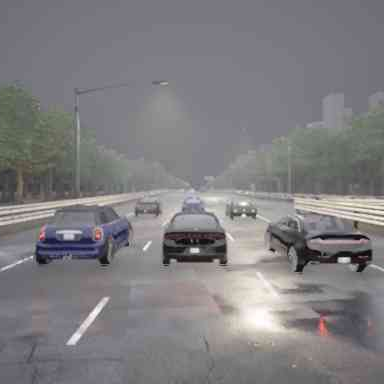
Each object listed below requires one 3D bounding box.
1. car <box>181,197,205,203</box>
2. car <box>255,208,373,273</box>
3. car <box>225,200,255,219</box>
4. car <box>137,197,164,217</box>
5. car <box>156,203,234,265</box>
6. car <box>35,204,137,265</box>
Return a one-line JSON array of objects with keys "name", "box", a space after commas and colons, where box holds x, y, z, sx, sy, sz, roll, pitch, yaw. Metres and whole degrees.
[{"name": "car", "box": [0.089, 1.173, 27.853, 1.812, 1.442, 4.674, 0, 1, 0]}, {"name": "car", "box": [3.586, 1.377, 10.261, 2.128, 1.511, 4.902, 0, 0, 0]}, {"name": "car", "box": [3.586, 1.291, 25.073, 1.895, 1.301, 4.718, 0, 1, 0]}, {"name": "car", "box": [-3.407, 1.156, 26.817, 2.128, 1.511, 4.902, 0, 1, 0]}, {"name": "car", "box": [0.085, 1.353, 11.201, 1.882, 1.535, 5.008, 0, 1, 0]}, {"name": "car", "box": [-3.415, 1.227, 11.376, 2.097, 1.767, 4.553, 0, 1, 0]}]
